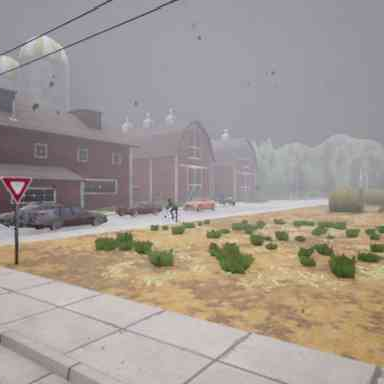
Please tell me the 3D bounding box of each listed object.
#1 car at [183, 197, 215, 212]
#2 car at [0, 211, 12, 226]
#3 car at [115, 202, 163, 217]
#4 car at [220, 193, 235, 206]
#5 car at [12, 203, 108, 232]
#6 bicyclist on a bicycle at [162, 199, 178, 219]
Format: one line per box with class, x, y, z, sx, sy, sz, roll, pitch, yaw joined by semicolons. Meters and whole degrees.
car;0.902;1.378;39.856;2.097;1.767;4.553;0;0;35
car;-10.731;1.531;23.054;1.837;1.490;4.892;0;0;35
car;-4.951;1.627;31.409;1.895;1.301;4.718;0;0;35
car;5.746;1.181;54.072;1.905;1.878;3.866;6;1;-8
car;-7.776;1.564;20.618;2.033;1.411;5.357;0;0;33
bicyclist on a bicycle;-1.465;1.309;23.292;1.656;1.620;0.582;-1;0;35
